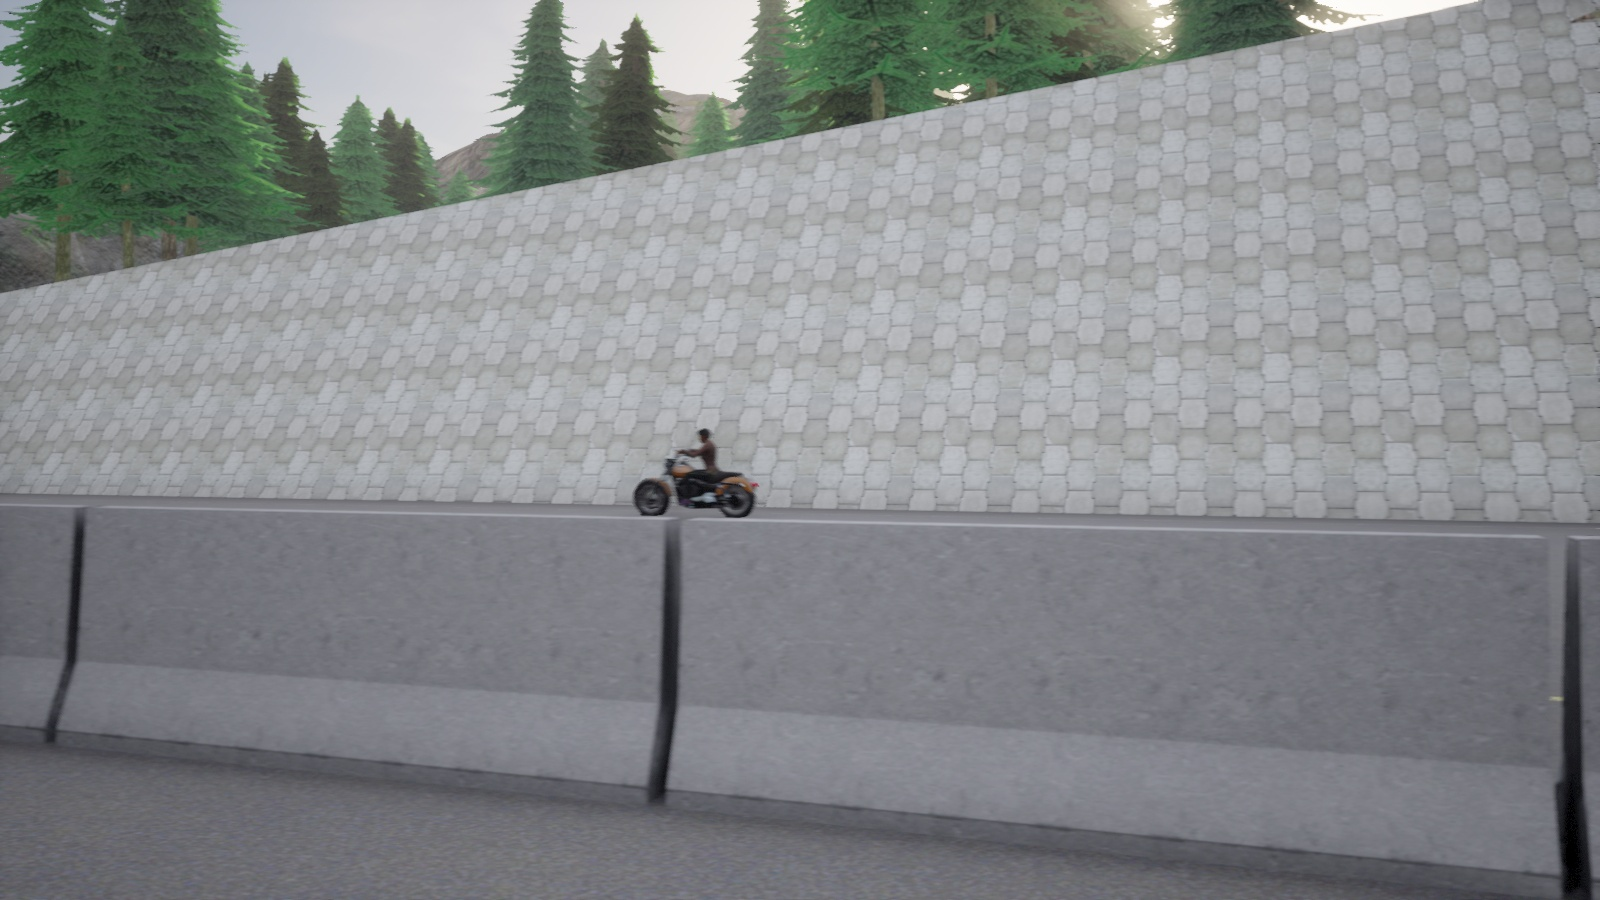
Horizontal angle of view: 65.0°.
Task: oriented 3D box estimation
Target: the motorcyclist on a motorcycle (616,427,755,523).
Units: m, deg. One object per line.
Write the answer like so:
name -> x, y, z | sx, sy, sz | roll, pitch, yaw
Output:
motorcyclist on a motorcycle -> -2.039, 0.412, 22.340 | 2.350, 1.649, 0.766 | 0, 1, 19
